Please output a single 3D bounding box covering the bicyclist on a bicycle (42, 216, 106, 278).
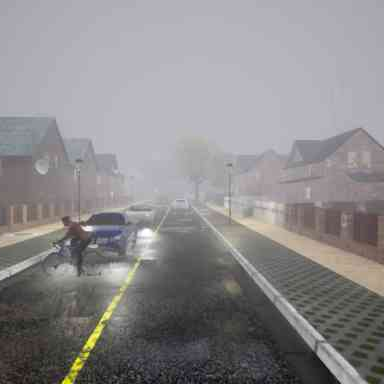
[{"bbox_3d":[-3.117,1.453,8.748,1.656,1.620,0.582,-2,0,-2],"label":"bicyclist on a bicycle"}]

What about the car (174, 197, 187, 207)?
[{"bbox_3d":[-1.745,1.490,50.294,1.812,1.442,4.674,0,0,-2],"label":"car"}]

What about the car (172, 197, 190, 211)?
[{"bbox_3d":[-1.326,1.505,39.394,1.812,1.442,4.674,0,0,-2],"label":"car"}]

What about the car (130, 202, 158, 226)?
[{"bbox_3d":[-3.674,1.597,23.552,1.895,1.301,4.718,0,0,-2],"label":"car"}]

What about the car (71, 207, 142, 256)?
[{"bbox_3d":[-3.293,1.525,13.242,1.812,1.442,4.674,0,0,-2],"label":"car"}]

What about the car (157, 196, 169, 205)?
[{"bbox_3d":[-4.937,1.480,56.984,1.812,1.442,4.674,0,0,-2],"label":"car"}]
